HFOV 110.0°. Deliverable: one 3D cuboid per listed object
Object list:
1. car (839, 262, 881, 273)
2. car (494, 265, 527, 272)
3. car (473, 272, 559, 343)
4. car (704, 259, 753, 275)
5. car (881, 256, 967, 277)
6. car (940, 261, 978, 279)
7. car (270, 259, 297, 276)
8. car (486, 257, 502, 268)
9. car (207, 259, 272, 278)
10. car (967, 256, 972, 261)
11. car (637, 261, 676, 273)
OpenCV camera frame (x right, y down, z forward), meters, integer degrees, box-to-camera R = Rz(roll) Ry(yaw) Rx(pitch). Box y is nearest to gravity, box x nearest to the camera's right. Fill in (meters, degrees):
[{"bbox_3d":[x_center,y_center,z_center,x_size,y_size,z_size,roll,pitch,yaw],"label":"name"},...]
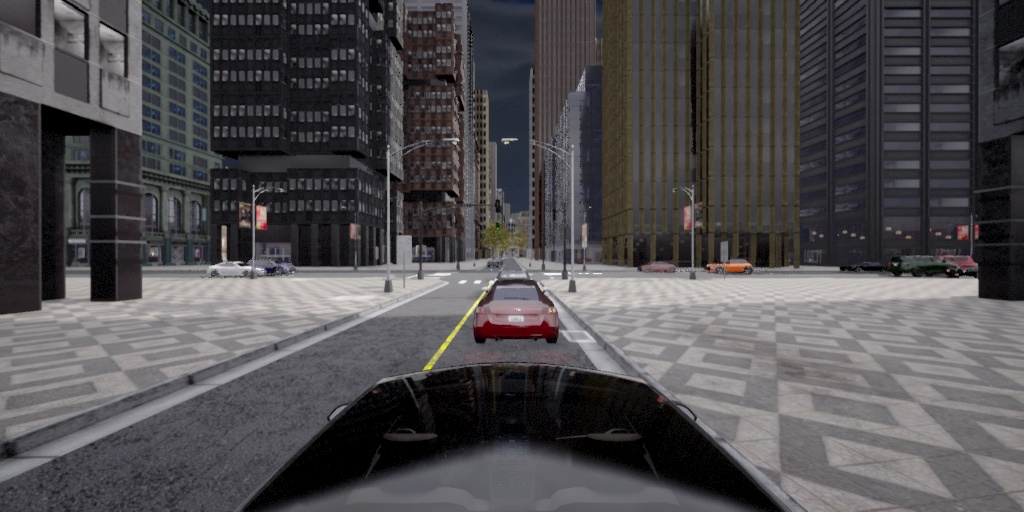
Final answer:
[{"bbox_3d":[41.450,1.358,42.082,4.718,1.301,1.895,0,0,1],"label":"car"},{"bbox_3d":[0.061,1.336,18.493,1.895,1.301,4.718,0,0,-1],"label":"car"},{"bbox_3d":[0.096,1.307,9.664,1.994,1.385,4.181,0,0,0],"label":"car"},{"bbox_3d":[23.412,1.093,38.947,4.553,1.767,2.097,0,0,0],"label":"car"},{"bbox_3d":[40.658,0.996,35.492,5.566,2.045,2.150,0,0,0],"label":"car"},{"bbox_3d":[42.254,1.387,32.226,4.718,1.301,1.895,0,0,1],"label":"car"},{"bbox_3d":[-24.023,1.058,35.681,4.553,1.767,2.097,0,0,0],"label":"car"},{"bbox_3d":[-3.083,1.246,57.984,2.033,1.411,5.357,0,0,0],"label":"car"},{"bbox_3d":[-24.887,1.240,32.436,4.674,1.442,1.812,0,0,0],"label":"car"},{"bbox_3d":[46.397,0.989,38.765,5.566,2.045,2.150,0,0,0],"label":"car"},{"bbox_3d":[16.985,1.287,42.225,4.181,1.385,1.994,0,0,0],"label":"car"}]
